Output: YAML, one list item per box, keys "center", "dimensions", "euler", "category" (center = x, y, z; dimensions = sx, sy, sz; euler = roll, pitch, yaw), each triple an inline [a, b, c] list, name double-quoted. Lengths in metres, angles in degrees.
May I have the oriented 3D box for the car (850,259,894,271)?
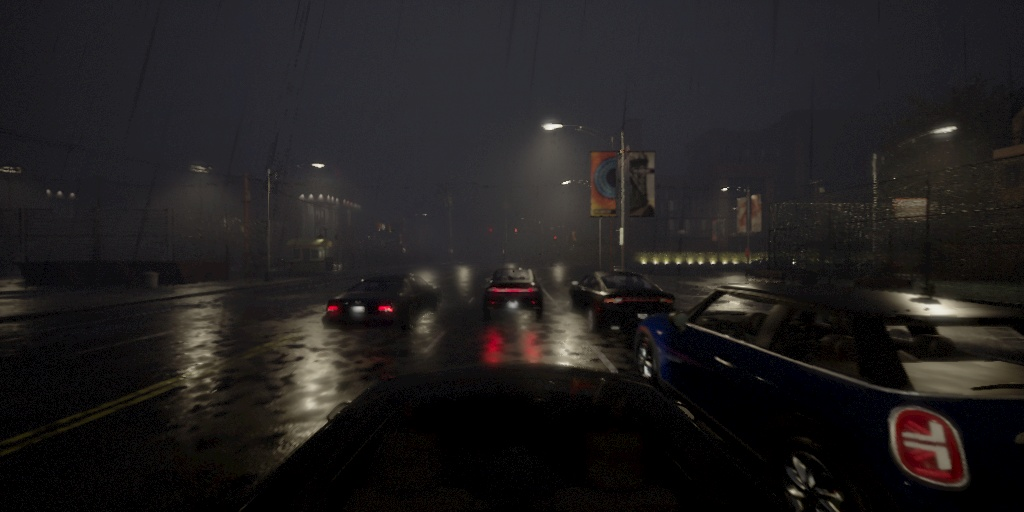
- center: [40.544, 1.007, 41.285]
  dimensions: [5.357, 1.411, 2.033]
  euler: [0, 0, 0]
  category: "car"

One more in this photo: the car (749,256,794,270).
- center: [32.303, 0.787, 44.752]
  dimensions: [4.553, 1.767, 2.097]
  euler: [0, 0, 0]
  category: "car"

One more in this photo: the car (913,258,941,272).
- center: [45.180, 0.977, 37.784]
  dimensions: [4.902, 1.511, 2.128]
  euler: [0, 0, -1]
  category: "car"

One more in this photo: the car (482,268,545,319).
- center: [0.059, 1.161, 12.337]
  dimensions: [2.128, 1.511, 4.902]
  euler: [0, 0, 1]
  category: "car"

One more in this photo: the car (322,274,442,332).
- center: [-3.455, 1.233, 10.625]
  dimensions: [2.033, 1.411, 5.357]
  euler: [0, 0, 0]
  category: "car"
